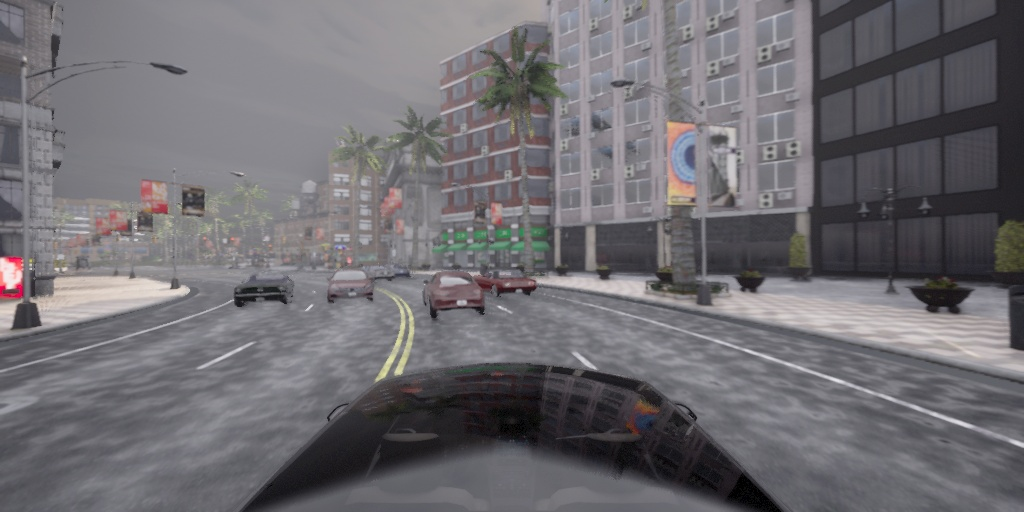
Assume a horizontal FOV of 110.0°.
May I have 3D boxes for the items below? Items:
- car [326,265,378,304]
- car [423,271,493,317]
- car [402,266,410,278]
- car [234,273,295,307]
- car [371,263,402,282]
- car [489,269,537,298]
[{"bbox_3d":[-7.721,1.343,17.093,1.812,1.442,4.674,0,0,-27],"label":"car"},{"bbox_3d":[-2.248,1.288,13.328,1.812,1.442,4.674,0,0,-17],"label":"car"},{"bbox_3d":[-11.591,1.405,34.500,1.994,1.385,4.181,-1,0,-45],"label":"car"},{"bbox_3d":[-11.216,1.456,16.486,1.895,1.301,4.718,-1,0,-28],"label":"car"},{"bbox_3d":[-11.386,1.392,29.467,2.033,1.411,5.357,-1,0,-41],"label":"car"},{"bbox_3d":[-0.545,1.340,18.708,1.895,1.301,4.718,-1,0,-23],"label":"car"}]
